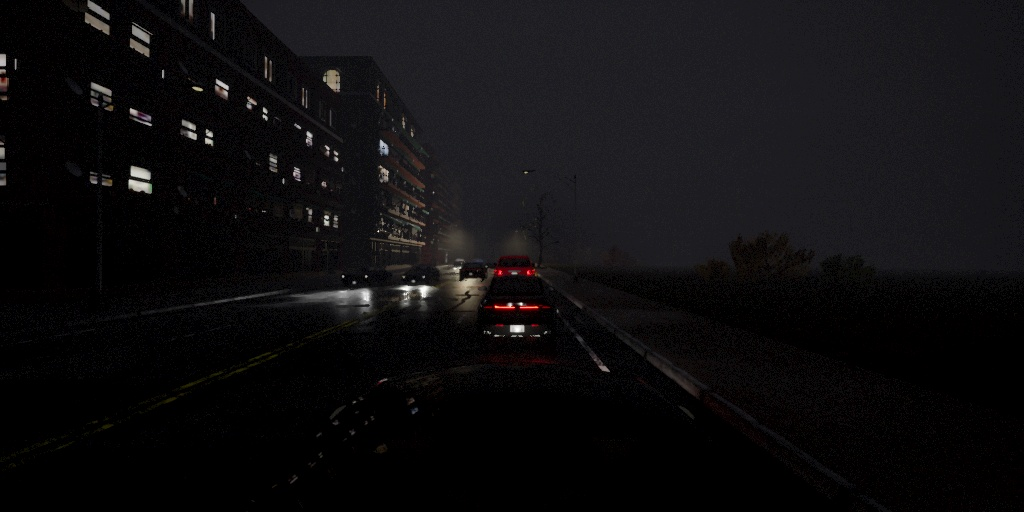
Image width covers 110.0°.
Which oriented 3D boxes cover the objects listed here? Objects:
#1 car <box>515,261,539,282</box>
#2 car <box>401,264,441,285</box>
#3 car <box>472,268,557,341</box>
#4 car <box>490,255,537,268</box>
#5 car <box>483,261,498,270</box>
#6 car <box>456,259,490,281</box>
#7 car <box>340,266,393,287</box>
[{"bbox_3d":[1.171,1.209,30.597,1.801,1.575,5.366,0,0,0],"label":"car"},{"bbox_3d":[-6.570,1.301,26.530,2.033,1.411,5.357,0,0,0],"label":"car"},{"bbox_3d":[0.111,1.256,9.843,1.837,1.490,4.892,0,0,0],"label":"car"},{"bbox_3d":[0.121,0.974,20.190,2.150,2.045,5.566,0,0,0],"label":"car"},{"bbox_3d":[-3.091,1.353,52.158,1.895,1.301,4.718,0,0,0],"label":"car"},{"bbox_3d":[-3.117,1.231,29.663,1.882,1.535,5.008,0,0,0],"label":"car"},{"bbox_3d":[-9.822,1.354,24.551,1.895,1.301,4.718,0,0,0],"label":"car"}]
